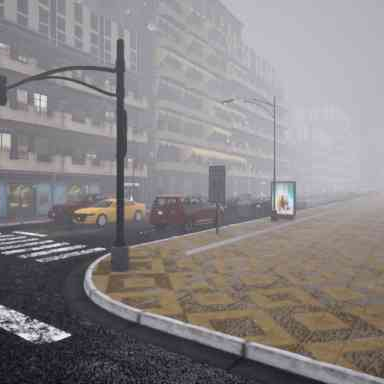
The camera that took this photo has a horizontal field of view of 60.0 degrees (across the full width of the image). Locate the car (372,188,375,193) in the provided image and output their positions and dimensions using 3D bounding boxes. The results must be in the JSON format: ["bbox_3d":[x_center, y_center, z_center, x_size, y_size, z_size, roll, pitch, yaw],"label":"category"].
[{"bbox_3d":[37.974,-0.012,72.285,1.887,1.381,4.507,1,2,35],"label":"car"}]

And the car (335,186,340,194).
[{"bbox_3d":[34.238,-0.239,81.565,1.967,1.590,4.097,2,2,35],"label":"car"}]

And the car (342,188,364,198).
[{"bbox_3d":[28.445,0.309,58.643,1.887,1.381,4.507,1,2,35],"label":"car"}]

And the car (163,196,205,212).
[{"bbox_3d":[-0.697,1.069,31.557,1.802,1.307,4.206,2,2,35],"label":"car"}]

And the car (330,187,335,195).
[{"bbox_3d":[31.061,-0.027,77.022,1.887,1.381,4.507,2,2,35],"label":"car"}]

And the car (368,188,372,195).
[{"bbox_3d":[34.798,0.096,67.737,1.887,1.381,4.507,1,2,35],"label":"car"}]

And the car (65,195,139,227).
[{"bbox_3d":[-5.016,1.180,20.867,1.882,1.535,5.008,0,1,34],"label":"car"}]

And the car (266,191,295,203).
[{"bbox_3d":[12.121,0.631,45.318,2.128,1.511,4.902,0,1,35],"label":"car"}]

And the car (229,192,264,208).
[{"bbox_3d":[6.114,0.843,36.795,1.837,1.490,4.892,0,1,35],"label":"car"}]

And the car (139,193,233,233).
[{"bbox_3d":[-0.142,1.026,17.708,2.192,1.841,5.009,1,2,35],"label":"car"}]

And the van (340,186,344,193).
[{"bbox_3d":[37.414,-0.446,86.109,1.690,1.788,3.998,2,2,35],"label":"van"}]

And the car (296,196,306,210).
[{"bbox_3d":[9.386,0.965,31.358,1.947,1.339,4.313,1,2,35],"label":"car"}]

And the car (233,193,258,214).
[{"bbox_3d":[3.852,1.069,27.982,1.994,1.385,4.181,0,1,35],"label":"car"}]

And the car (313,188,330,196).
[{"bbox_3d":[27.885,-0.025,72.471,1.967,1.590,4.097,2,2,35],"label":"car"}]

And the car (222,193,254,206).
[{"bbox_3d":[5.655,0.829,40.649,2.008,1.369,4.403,2,2,35],"label":"car"}]

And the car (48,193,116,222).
[{"bbox_3d":[-7.047,1.010,22.456,2.192,1.841,5.009,1,2,35],"label":"car"}]

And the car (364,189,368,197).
[{"bbox_3d":[31.622,0.098,63.187,1.967,1.590,4.097,1,2,35],"label":"car"}]

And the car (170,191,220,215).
[{"bbox_3d":[0.371,0.879,28.586,2.097,1.767,4.553,0,1,35],"label":"car"}]

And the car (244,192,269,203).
[{"bbox_3d":[8.830,0.754,45.196,1.802,1.307,4.206,2,2,35],"label":"car"}]

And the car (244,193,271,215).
[{"bbox_3d":[6.209,1.069,26.809,1.947,1.339,4.313,1,2,35],"label":"car"}]
